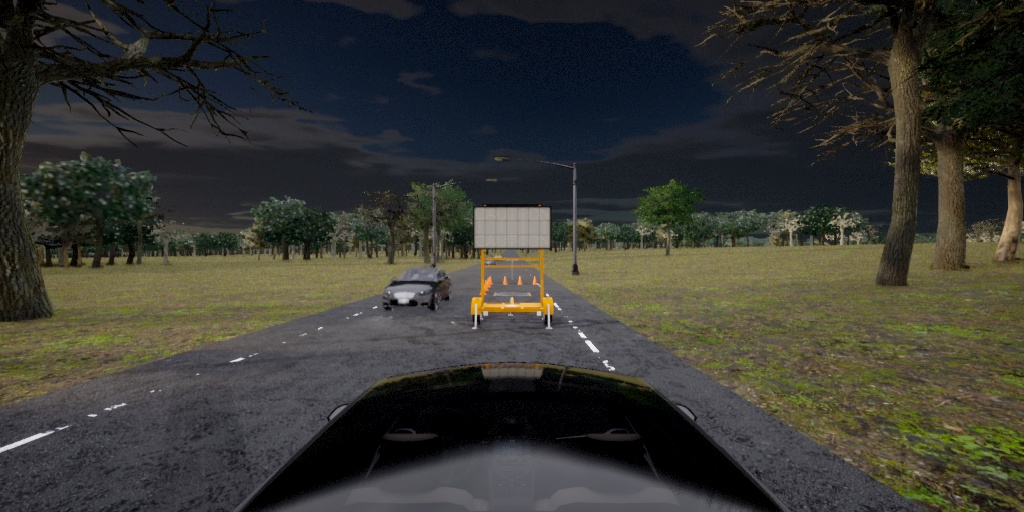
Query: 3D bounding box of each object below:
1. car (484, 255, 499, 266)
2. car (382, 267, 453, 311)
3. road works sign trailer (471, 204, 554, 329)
[{"bbox_3d":[-3.528,0.947,55.802,2.128,1.511,4.902,0,0,0],"label":"car"},{"bbox_3d":[-3.586,1.214,14.318,2.128,1.511,4.902,0,0,0],"label":"car"},{"bbox_3d":[0.011,0.197,11.145,2.380,3.560,2.880,0,0,0],"label":"road works sign trailer"}]
